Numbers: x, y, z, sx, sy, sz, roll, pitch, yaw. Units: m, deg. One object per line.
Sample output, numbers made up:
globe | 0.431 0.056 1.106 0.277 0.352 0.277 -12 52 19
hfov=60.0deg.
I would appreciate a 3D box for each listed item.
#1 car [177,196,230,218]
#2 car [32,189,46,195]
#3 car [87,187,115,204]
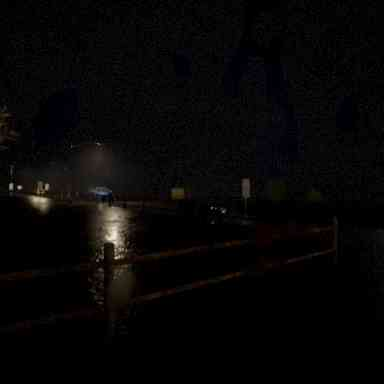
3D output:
car | 0.785 1.070 25.116 2.128 1.511 4.902 1 1 -36
car | -38.758 0.053 84.963 1.882 1.535 5.008 1 0 -33
car | -11.776 0.401 42.702 2.150 2.045 5.566 1 1 -35
